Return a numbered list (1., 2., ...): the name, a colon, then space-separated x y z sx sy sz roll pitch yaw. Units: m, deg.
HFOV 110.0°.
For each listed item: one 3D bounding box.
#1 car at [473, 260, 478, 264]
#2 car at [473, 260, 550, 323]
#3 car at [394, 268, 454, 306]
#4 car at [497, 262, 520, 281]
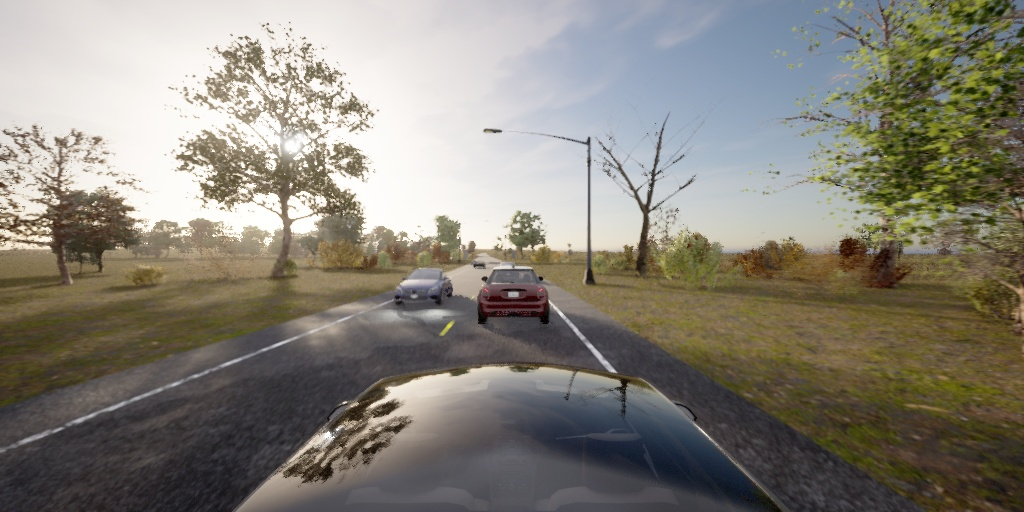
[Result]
1. car: -5.075 1.297 55.655 1.895 1.301 4.718 0 0 -3
2. car: 0.022 1.099 12.189 2.097 1.767 4.553 0 0 -1
3. car: -3.737 1.272 15.942 1.812 1.442 4.674 0 0 -1
4. car: -0.362 1.256 30.545 1.812 1.442 4.674 0 0 -2
